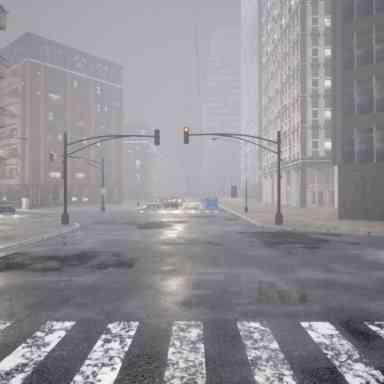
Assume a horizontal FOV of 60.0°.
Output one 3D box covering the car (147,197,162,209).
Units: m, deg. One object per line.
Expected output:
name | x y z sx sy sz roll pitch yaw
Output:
car | -5.213 1.570 45.740 1.752 1.417 4.829 0 0 0

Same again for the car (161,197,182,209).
car | -2.731 1.644 45.039 1.895 1.301 4.718 0 0 0

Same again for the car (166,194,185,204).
car | -2.706 1.415 54.165 2.097 1.767 4.553 0 0 0

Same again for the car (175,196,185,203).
car | -2.590 1.669 73.887 1.994 1.385 4.181 0 0 0

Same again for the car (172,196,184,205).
car | -2.658 1.580 64.005 2.128 1.511 4.902 0 0 1

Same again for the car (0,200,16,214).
car | -21.335 1.669 36.834 5.008 1.535 1.882 -1 -1 41

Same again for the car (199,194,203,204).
car | 2.715 1.644 68.102 1.887 1.381 4.507 0 0 0

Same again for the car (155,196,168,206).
car | -5.189 1.510 57.016 1.967 1.590 4.097 0 0 0

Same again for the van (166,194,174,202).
van | -5.140 1.474 79.224 1.690 1.788 3.998 0 0 0

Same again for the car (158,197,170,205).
car | -5.177 1.650 62.568 1.947 1.339 4.313 0 0 0

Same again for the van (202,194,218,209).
van | 2.668 1.386 45.893 1.690 1.788 3.998 0 0 0

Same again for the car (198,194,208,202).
car | 2.750 1.467 84.761 2.192 1.841 5.009 0 0 0
